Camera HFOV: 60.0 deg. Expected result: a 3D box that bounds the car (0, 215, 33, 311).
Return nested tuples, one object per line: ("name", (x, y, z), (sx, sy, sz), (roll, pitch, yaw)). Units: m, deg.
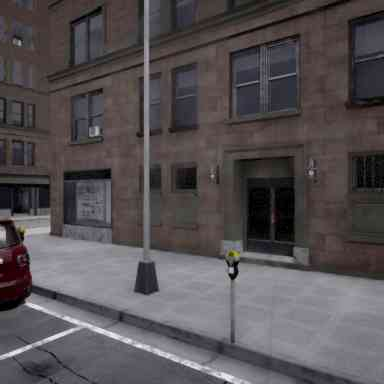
("car", (-5.112, 1.315, 6.444), (5.009, 1.841, 2.192), (0, 0, 35))
